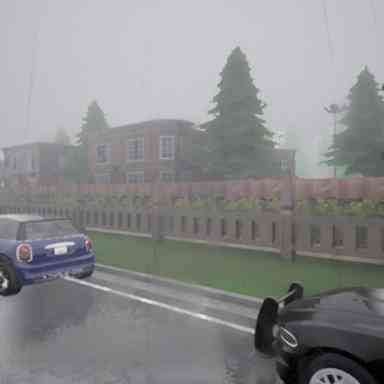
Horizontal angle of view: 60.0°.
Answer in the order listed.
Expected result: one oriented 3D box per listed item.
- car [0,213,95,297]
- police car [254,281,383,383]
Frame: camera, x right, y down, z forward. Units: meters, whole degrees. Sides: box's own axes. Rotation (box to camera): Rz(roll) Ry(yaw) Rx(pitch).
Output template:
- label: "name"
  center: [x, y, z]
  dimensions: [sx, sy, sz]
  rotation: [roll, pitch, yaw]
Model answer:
- label: "car"
  center: [-4.672, 1.356, 8.915]
  dimensions: [4.553, 1.767, 2.097]
  rotation: [0, 0, 38]
- label: "police car"
  center: [3.091, 1.425, 2.834]
  dimensions: [5.238, 1.638, 1.930]
  rotation: [0, 0, 38]
